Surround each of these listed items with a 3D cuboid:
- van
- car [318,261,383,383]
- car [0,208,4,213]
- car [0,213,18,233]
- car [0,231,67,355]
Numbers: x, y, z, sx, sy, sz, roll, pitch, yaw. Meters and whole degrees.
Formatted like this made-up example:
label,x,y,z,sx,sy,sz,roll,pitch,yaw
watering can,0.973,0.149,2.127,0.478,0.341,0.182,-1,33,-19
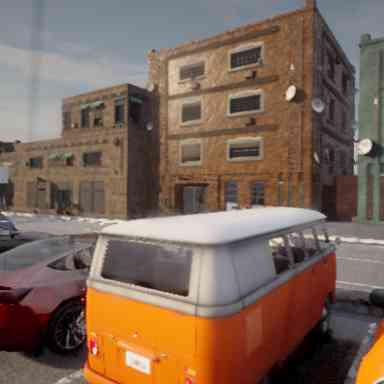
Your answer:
label,x,y,z,sx,sy,sz,roll,pitch,yaw
van,0.775,1.255,4.741,1.878,1.987,4.442,0,0,36
car,2.938,1.355,3.089,2.185,1.767,4.553,0,0,36
car,-8.383,1.353,11.182,2.185,1.767,4.553,0,0,36
car,-6.139,1.520,9.536,2.002,1.452,4.674,0,0,36
car,-1.592,1.511,6.325,2.163,1.488,4.792,0,0,36
